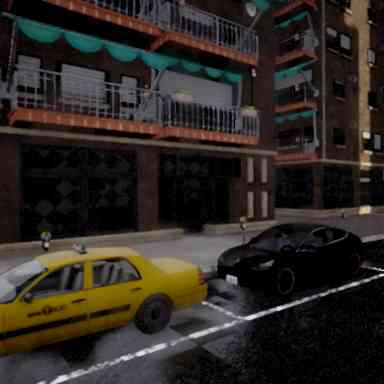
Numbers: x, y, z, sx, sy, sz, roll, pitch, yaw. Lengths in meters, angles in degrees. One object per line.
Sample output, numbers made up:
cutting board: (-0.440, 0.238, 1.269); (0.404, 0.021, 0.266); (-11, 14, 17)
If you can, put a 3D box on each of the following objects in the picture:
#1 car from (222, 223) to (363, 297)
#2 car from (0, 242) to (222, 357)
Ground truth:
car: (2.632, 1.493, 8.441); (4.313, 1.339, 1.947); (-1, 1, -36)
car: (-2.000, 1.512, 5.132); (4.829, 1.417, 1.752); (-1, 1, -36)
